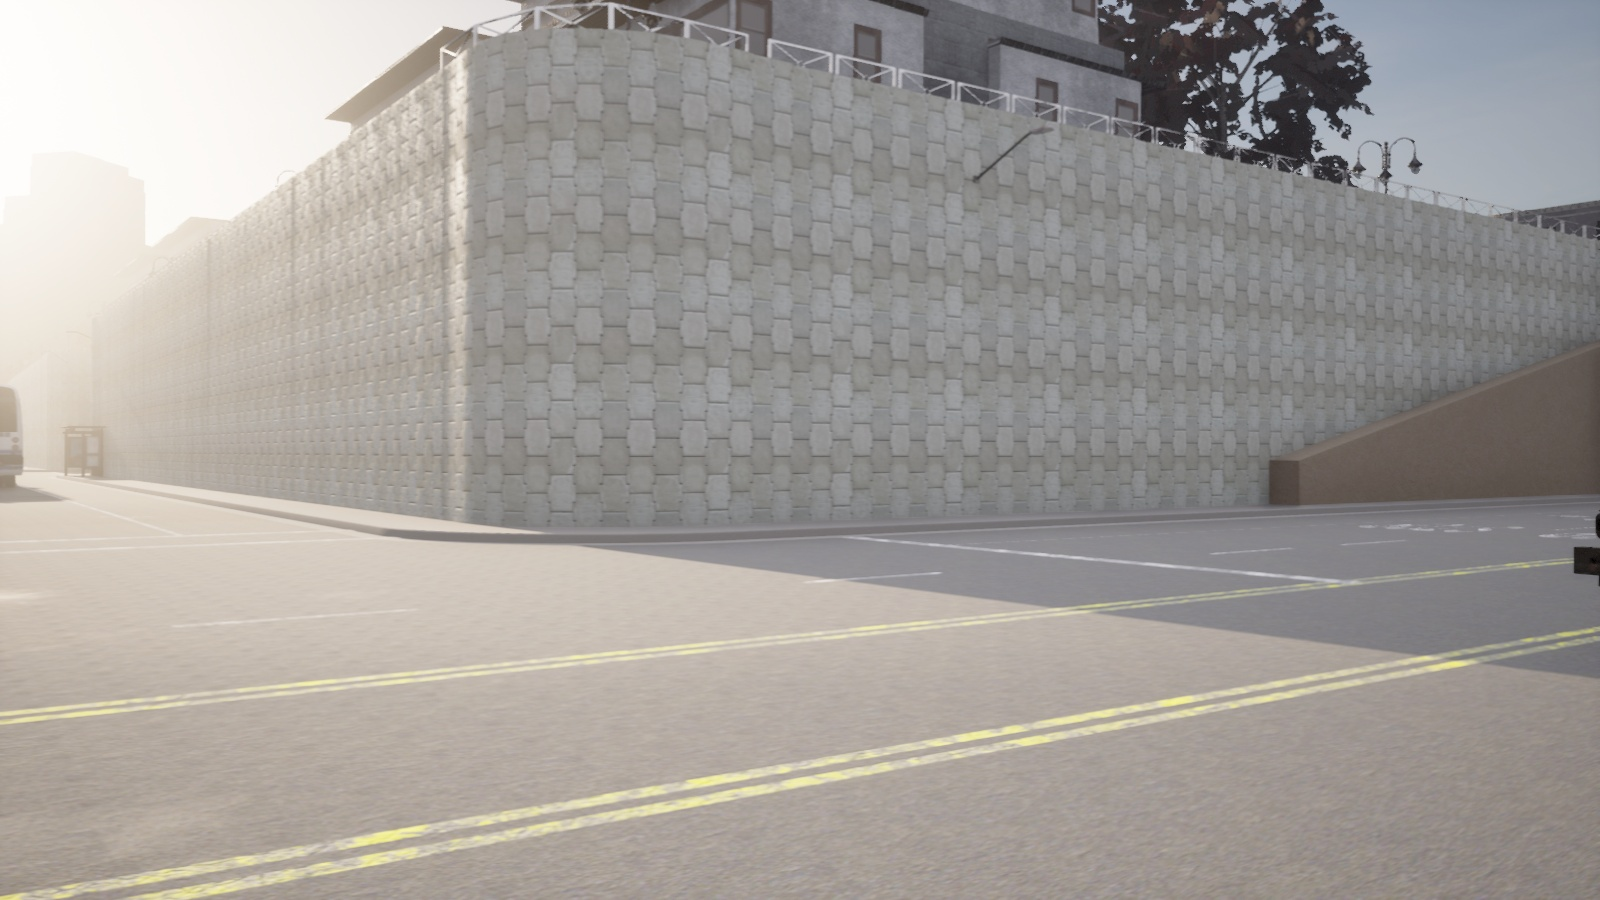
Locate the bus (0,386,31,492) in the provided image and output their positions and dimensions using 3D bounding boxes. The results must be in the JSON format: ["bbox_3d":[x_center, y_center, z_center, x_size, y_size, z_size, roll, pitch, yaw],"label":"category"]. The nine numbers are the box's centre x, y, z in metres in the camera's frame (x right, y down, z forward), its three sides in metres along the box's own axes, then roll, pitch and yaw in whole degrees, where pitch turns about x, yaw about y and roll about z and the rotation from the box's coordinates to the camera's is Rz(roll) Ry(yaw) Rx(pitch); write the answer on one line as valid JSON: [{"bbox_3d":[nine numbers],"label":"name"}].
[{"bbox_3d":[-35.869,-0.423,54.130,3.944,4.253,10.273,0,0,-35],"label":"bus"}]

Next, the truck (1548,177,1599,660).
[{"bbox_3d":[9.615,-0.232,10.357,7.936,3.462,2.891,0,0,-35],"label":"truck"}]
